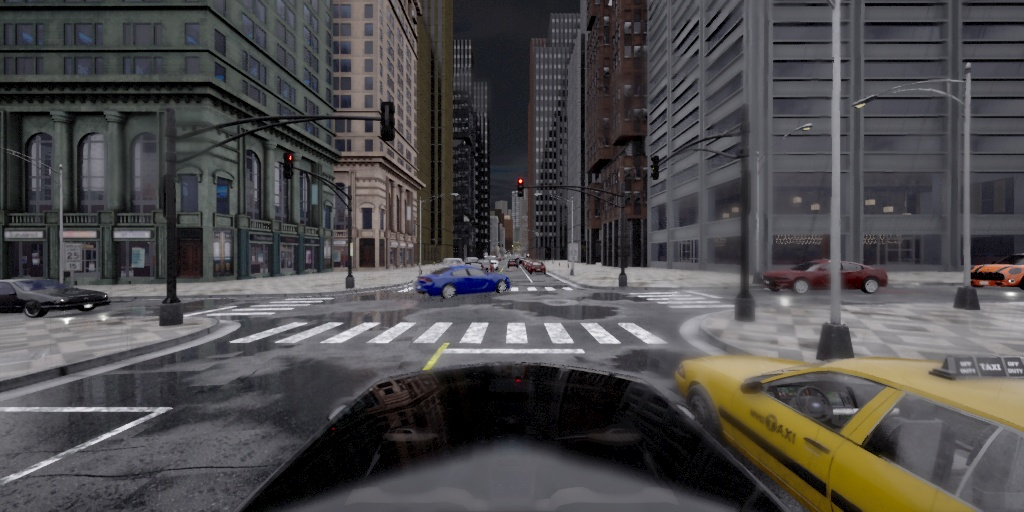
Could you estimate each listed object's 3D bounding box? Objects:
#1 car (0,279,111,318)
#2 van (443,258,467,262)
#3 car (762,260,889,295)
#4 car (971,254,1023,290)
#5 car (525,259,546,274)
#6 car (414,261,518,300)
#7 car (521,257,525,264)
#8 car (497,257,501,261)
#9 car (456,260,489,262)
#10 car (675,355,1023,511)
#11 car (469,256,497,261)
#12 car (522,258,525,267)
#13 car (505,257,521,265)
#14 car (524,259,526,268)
[{"bbox_3d":[-19.185,1.608,14.000,5.357,1.411,2.033,-1,0,0],"label":"car"},{"bbox_3d":[-5.743,1.097,34.792,1.690,1.789,3.998,0,0,0],"label":"van"},{"bbox_3d":[14.707,0.948,17.036,5.008,1.535,1.882,-1,0,2],"label":"car"},{"bbox_3d":[24.629,0.656,16.990,4.553,1.767,2.097,-1,0,0],"label":"car"},{"bbox_3d":[2.819,1.304,40.290,1.888,1.381,4.507,0,0,0],"label":"car"},{"bbox_3d":[-2.365,1.236,18.051,5.008,1.535,1.882,-1,1,-39],"label":"car"},{"bbox_3d":[2.832,1.296,57.036,1.751,1.417,4.829,0,0,0],"label":"car"},{"bbox_3d":[-3.046,0.988,49.191,2.150,2.045,5.566,0,0,0],"label":"car"},{"bbox_3d":[-3.064,1.258,28.222,1.837,1.490,4.892,0,0,0],"label":"car"},{"bbox_3d":[2.769,1.275,2.368,1.751,1.417,4.829,0,0,0],"label":"car"},{"bbox_3d":[-3.060,1.110,38.493,2.097,1.767,4.553,0,0,0],"label":"car"},{"bbox_3d":[2.827,1.312,51.341,1.888,1.381,4.507,0,0,0],"label":"car"},{"bbox_3d":[0.163,1.279,61.673,1.837,1.490,4.892,0,0,0],"label":"car"},{"bbox_3d":[2.823,1.308,45.816,1.888,1.381,4.507,0,0,0],"label":"car"}]
